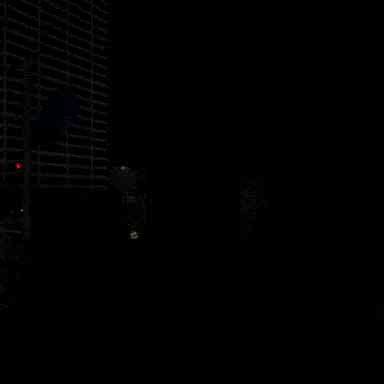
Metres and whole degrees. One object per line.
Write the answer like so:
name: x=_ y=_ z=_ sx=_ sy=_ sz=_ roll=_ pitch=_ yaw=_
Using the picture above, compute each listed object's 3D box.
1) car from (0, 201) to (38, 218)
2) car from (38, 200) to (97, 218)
car: x=-15.521 y=1.547 z=30.663 sx=2.033 sy=1.411 sz=5.357 roll=0 pitch=0 yaw=35
car: x=-11.149 y=1.478 z=30.782 sx=1.882 sy=1.535 sz=5.008 roll=0 pitch=0 yaw=35
